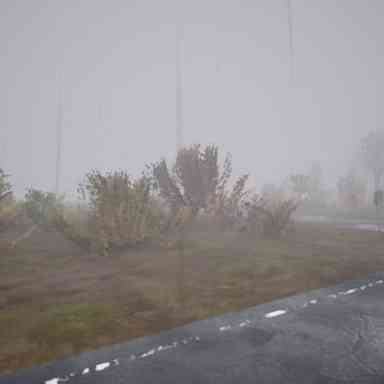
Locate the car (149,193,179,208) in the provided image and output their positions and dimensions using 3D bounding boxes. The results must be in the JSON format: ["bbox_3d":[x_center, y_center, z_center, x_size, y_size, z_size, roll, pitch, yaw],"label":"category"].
[{"bbox_3d":[-4.328,1.250,50.747,2.150,2.045,5.566,0,0,-33],"label":"car"}]

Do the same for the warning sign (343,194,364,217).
[{"bbox_3d":[13.782,1.123,28.399,1.300,1.860,1.060,0,0,-34],"label":"warning sign"}]

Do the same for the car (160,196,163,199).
[{"bbox_3d":[-3.640,1.563,44.097,2.033,1.411,5.357,0,0,-34],"label":"car"}]
